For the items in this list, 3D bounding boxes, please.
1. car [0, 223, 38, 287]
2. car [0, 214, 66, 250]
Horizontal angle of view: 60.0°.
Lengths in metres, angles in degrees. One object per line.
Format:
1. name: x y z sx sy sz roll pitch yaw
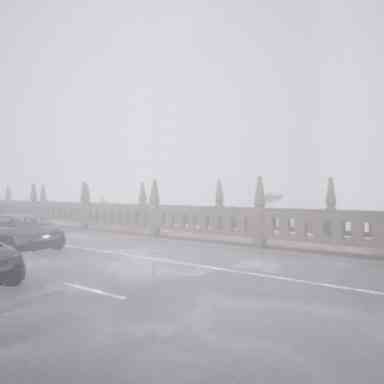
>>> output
1. car: -5.931 1.562 8.101 4.181 1.385 1.994 0 0 35
2. car: -6.834 1.559 12.992 4.181 1.385 1.994 0 0 35
